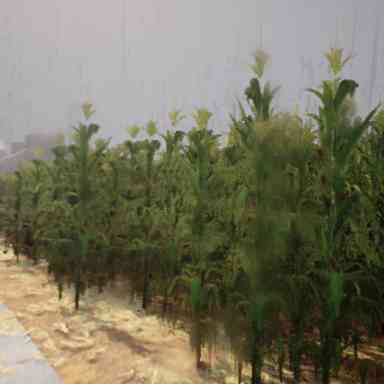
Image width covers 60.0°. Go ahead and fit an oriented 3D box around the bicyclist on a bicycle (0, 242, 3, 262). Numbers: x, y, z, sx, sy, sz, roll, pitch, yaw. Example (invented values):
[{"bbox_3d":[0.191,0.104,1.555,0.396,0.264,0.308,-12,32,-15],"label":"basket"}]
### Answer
[{"bbox_3d":[-5.769,1.532,11.304,1.656,1.620,0.582,3,-2,-39],"label":"bicyclist on a bicycle"}]
